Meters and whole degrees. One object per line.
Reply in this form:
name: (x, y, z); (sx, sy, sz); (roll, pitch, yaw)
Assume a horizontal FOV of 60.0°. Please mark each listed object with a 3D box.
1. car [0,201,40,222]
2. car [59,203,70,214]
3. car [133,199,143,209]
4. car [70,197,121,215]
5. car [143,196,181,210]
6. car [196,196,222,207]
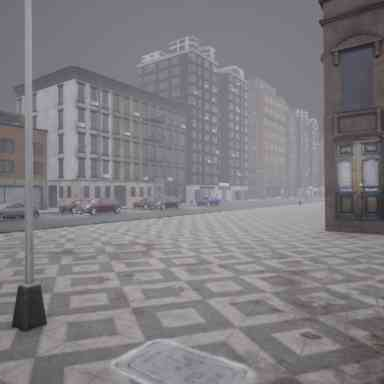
car: (-14.325, 1.550, 26.246); (1.994, 1.385, 4.181); (-1, 0, 35)
car: (-11.718, 1.472, 35.535); (1.882, 1.535, 5.008); (-1, 0, 35)
car: (-5.662, 1.451, 44.057); (1.882, 1.535, 5.008); (-1, 0, 36)
car: (-9.337, 1.321, 33.279); (2.097, 1.767, 4.553); (-1, 0, 35)
car: (-3.424, 1.300, 41.599); (2.097, 1.767, 4.553); (-1, 0, 35)
car: (2.577, 1.404, 49.987); (1.882, 1.535, 5.008); (-1, 0, 36)
